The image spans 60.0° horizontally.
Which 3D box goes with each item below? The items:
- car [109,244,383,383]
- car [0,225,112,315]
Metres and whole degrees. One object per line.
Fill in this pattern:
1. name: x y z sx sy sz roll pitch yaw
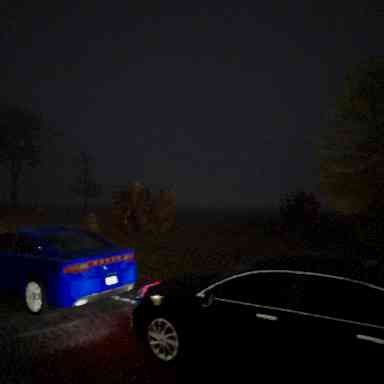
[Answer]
1. car: 1.335 1.540 4.198 4.892 1.490 1.837 0 0 36
2. car: -3.521 1.519 7.726 5.008 1.535 1.882 0 0 36
